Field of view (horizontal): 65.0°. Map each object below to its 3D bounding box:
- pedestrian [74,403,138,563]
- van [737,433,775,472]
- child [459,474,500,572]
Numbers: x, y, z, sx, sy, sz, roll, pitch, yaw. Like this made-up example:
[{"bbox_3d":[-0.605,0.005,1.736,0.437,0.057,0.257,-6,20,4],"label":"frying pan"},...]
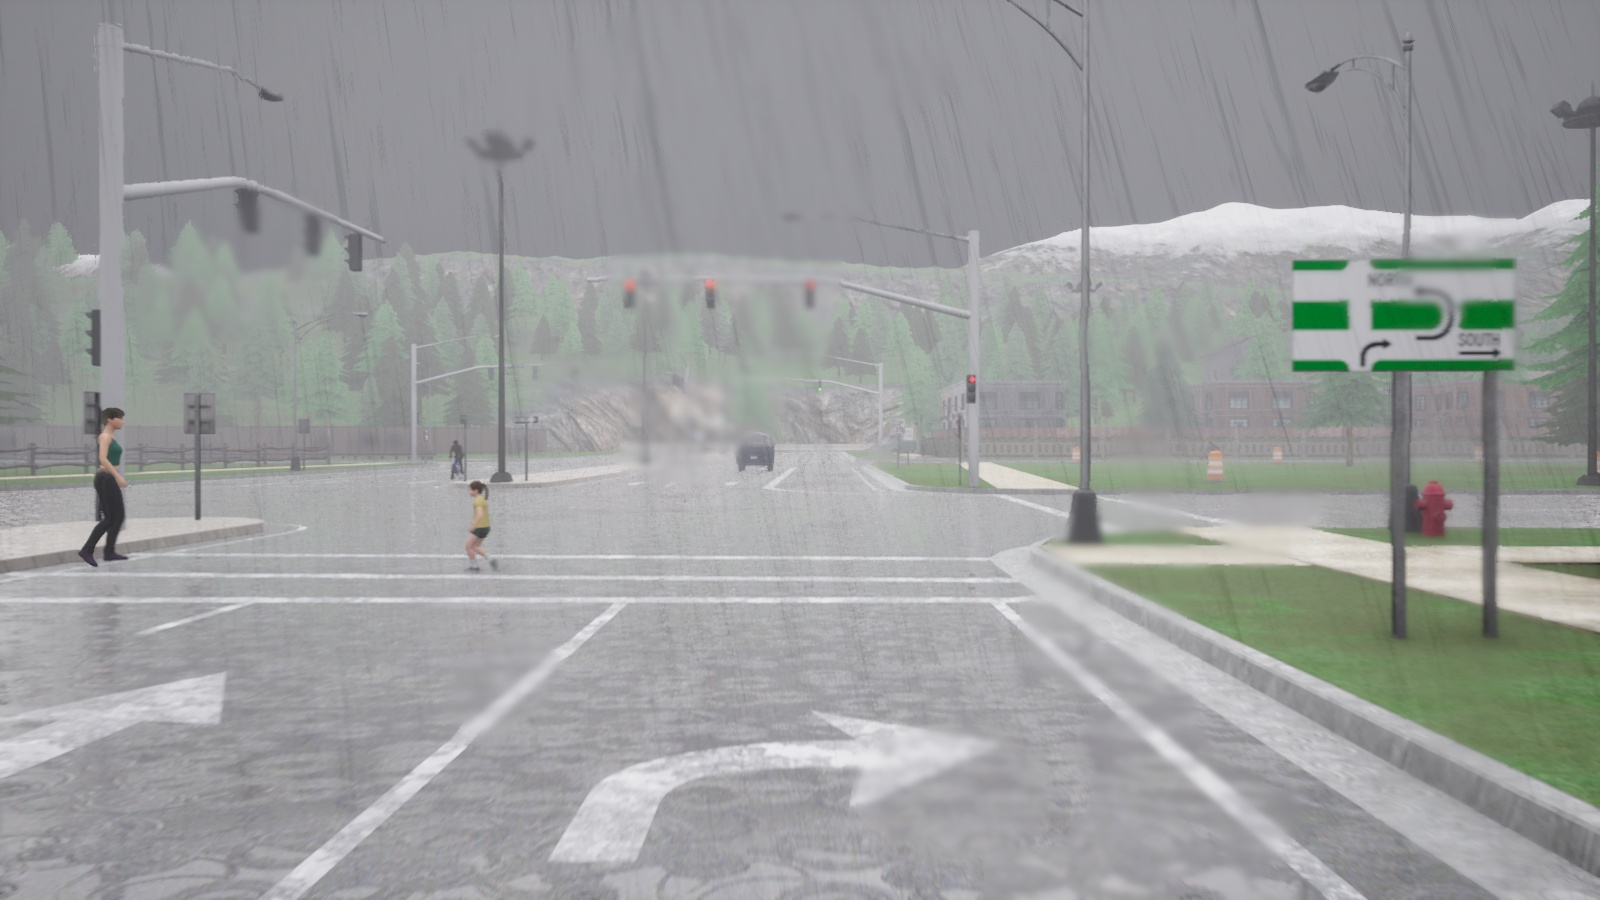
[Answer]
[{"bbox_3d":[-8.093,0.377,14.657,0.594,1.836,0.345,0,0,-16],"label":"pedestrian"},{"bbox_3d":[-2.299,0.123,66.437,1.775,1.987,4.442,0,0,1],"label":"van"},{"bbox_3d":[-3.673,0.831,14.400,0.394,1.110,0.255,0,0,3],"label":"child"}]
